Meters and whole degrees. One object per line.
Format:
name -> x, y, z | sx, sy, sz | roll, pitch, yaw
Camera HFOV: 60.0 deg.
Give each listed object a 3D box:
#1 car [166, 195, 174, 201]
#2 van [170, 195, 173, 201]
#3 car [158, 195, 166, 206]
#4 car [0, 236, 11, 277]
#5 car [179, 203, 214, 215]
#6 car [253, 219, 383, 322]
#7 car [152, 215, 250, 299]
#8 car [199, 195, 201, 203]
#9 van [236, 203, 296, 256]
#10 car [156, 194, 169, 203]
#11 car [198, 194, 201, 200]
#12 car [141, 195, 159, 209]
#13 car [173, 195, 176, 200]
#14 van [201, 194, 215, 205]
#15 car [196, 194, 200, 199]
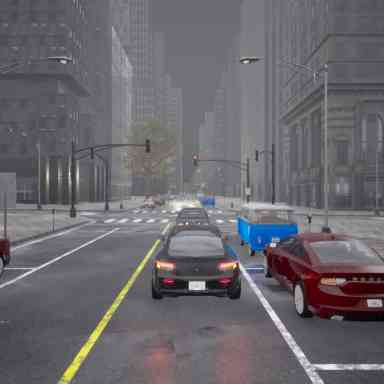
car -> -6.062, 1.607, 92.771 | 1.752, 1.417, 4.829 | 0, 0, 0
van -> -6.010, 1.399, 77.074 | 1.690, 1.788, 3.998 | 0, 0, 0
car -> -5.942, 1.576, 55.918 | 1.887, 1.381, 4.507 | 0, 0, 0
car -> -5.800, 1.546, 7.245 | 1.887, 1.381, 4.507 | 0, 0, 0
car -> 0.043, 1.551, 17.895 | 2.033, 1.411, 5.357 | 0, 0, 0
car -> 2.755, 1.546, 7.254 | 1.887, 1.381, 4.507 | 0, 0, 0
car -> 0.081, 1.527, 8.306 | 1.812, 1.442, 4.674 | 0, 0, 0
car -> 2.582, 1.598, 56.177 | 1.947, 1.339, 4.313 | 0, 0, 0
van -> 2.739, 1.343, 12.780 | 1.690, 1.788, 3.998 | 0, 0, 0
car -> -5.958, 1.352, 61.208 | 2.192, 1.841, 5.009 | 0, 0, 0
car -> 2.565, 1.582, 61.590 | 1.887, 1.381, 4.507 | 0, 0, 0
car -> -5.913, 1.547, 45.168 | 1.752, 1.417, 4.829 | 0, 0, 0
car -> -6.045, 1.640, 87.651 | 1.947, 1.339, 4.313 | 0, 0, 0
van -> 2.601, 1.367, 50.764 | 1.690, 1.788, 3.998 | 0, 0, 0
car -> 2.530, 1.602, 72.417 | 2.008, 1.369, 4.403 | 0, 0, 0
